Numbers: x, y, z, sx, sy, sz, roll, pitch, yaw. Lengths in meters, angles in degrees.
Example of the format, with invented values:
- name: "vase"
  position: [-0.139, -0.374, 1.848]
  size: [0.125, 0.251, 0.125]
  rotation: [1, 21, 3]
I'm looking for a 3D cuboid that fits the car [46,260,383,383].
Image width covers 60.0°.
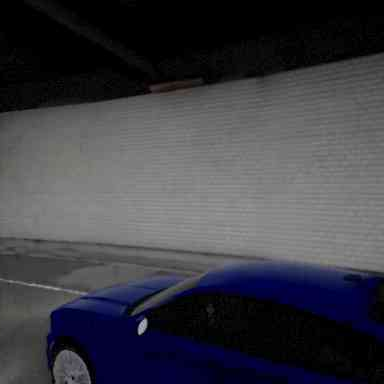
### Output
- name: "car"
  position: [0.640, 1.441, 3.204]
  size: [5.008, 1.535, 1.882]
  rotation: [0, 0, 34]
